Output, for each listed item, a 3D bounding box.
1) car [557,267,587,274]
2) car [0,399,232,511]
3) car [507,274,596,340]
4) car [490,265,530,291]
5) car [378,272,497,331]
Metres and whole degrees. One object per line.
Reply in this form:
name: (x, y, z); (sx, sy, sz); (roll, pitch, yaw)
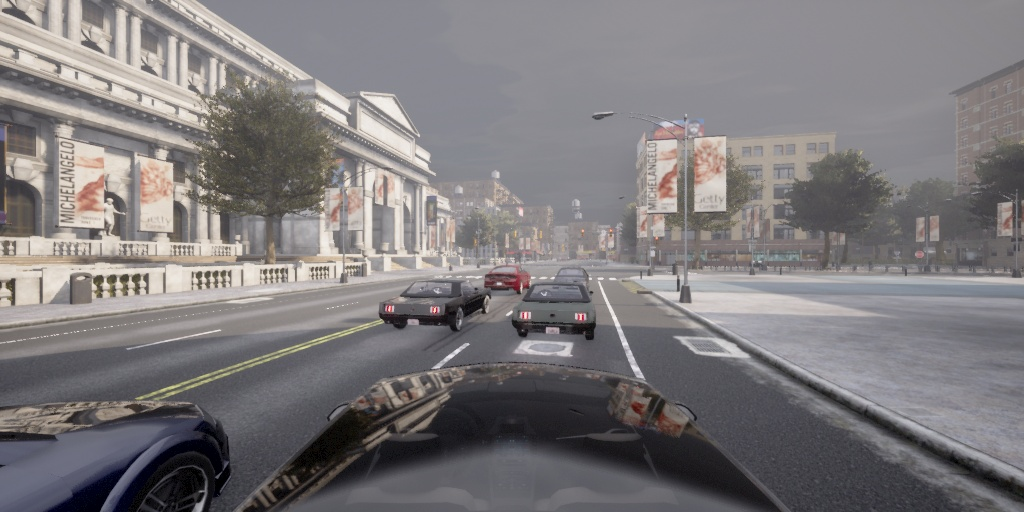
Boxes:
car: (3.260, 1.297, 19.398); (2.033, 1.411, 5.357); (0, 0, 12)
car: (-3.157, 1.314, 1.070); (1.994, 1.385, 4.181); (0, 0, -2)
car: (1.325, 1.351, 10.048); (1.895, 1.301, 4.718); (0, 0, 11)
car: (-0.133, 1.228, 20.209); (1.882, 1.535, 5.008); (0, 0, 12)
car: (-2.019, 1.351, 11.058); (1.895, 1.301, 4.718); (0, 0, 11)
